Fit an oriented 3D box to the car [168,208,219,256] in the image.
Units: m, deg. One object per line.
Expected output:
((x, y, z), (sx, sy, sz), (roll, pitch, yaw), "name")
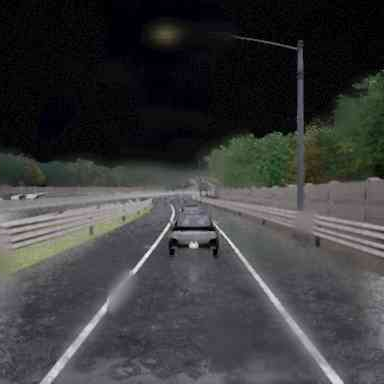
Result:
((0.073, 1.628, 13.691), (2.128, 1.511, 4.902), (0, 0, 0), "car")

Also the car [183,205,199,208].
((-0.067, 1.823, 28.445), (2.033, 1.411, 5.357), (0, -1, -1), "car")
